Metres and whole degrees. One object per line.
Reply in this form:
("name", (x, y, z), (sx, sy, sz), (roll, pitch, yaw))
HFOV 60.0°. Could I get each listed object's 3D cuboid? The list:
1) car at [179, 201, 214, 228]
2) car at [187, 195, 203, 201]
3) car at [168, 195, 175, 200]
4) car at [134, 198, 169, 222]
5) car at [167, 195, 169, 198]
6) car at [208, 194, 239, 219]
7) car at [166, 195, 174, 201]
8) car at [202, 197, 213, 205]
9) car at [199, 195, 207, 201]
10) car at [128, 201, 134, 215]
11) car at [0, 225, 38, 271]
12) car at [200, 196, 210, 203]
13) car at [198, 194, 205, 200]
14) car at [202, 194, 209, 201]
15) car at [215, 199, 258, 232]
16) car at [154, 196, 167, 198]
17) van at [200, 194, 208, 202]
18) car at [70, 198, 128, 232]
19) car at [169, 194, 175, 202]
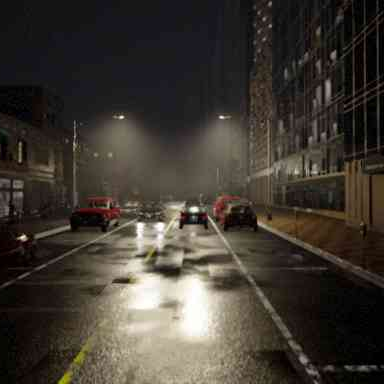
("car", (0.099, 1.531, 21.845), (2.033, 1.411, 5.357), (0, 0, 0))
("car", (0.103, 1.472, 41.527), (1.837, 1.490, 4.892), (0, 0, 0))
("car", (-5.664, 1.521, 93.579), (1.802, 1.307, 4.206), (1, 0, 0))
("car", (-3.093, 1.484, 26.431), (1.837, 1.490, 4.892), (0, 0, 0))
("car", (-5.669, 1.524, 59.714), (1.947, 1.339, 4.313), (1, 0, 0))
("car", (2.709, 1.295, 25.793), (2.192, 1.841, 5.009), (1, 0, 0))
("car", (-5.664, 1.467, 87.765), (1.752, 1.417, 4.829), (1, 0, 0))
("car", (2.715, 1.540, 59.658), (1.802, 1.307, 4.206), (1, 0, 0))
("car", (2.681, 1.511, 82.234), (1.947, 1.339, 4.313), (1, 0, 0))
("car", (-5.673, 1.526, 31.495), (2.008, 1.369, 4.403), (1, 0, 0))
("car", (-5.677, 1.575, 8.919), (1.802, 1.307, 4.206), (1, 0, 0))
("car", (2.697, 1.502, 70.946), (2.008, 1.369, 4.403), (1, 0, 0))
("car", (2.685, 1.380, 93.522), (1.967, 1.590, 4.097), (1, 0, 0))
("car", (2.710, 1.527, 54.013), (1.947, 1.339, 4.313), (1, 0, 0))
("car", (2.707, 1.424, 20.150), (1.967, 1.590, 4.097), (1, 0, 0))
("car", (-5.668, 1.401, 54.070), (1.967, 1.590, 4.097), (1, 0, 0))
("van", (2.688, 1.289, 76.590), (1.690, 1.788, 3.998), (1, 0, 0))
("car", (-5.671, 1.299, 20.207), (2.192, 1.841, 5.009), (1, 0, 0))
("car", (-5.666, 1.514, 76.646), (1.947, 1.339, 4.313), (1, 0, 0))
